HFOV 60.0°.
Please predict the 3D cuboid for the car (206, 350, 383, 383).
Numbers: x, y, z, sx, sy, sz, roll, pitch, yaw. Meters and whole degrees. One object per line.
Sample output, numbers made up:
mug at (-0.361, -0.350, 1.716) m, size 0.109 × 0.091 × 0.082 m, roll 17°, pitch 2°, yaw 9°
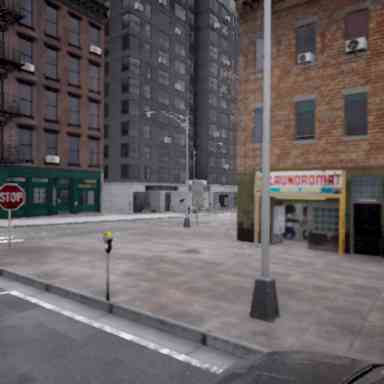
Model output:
car at (1.892, 1.565, 1.468) m, size 4.403 × 1.369 × 2.008 m, roll 1°, pitch 0°, yaw 35°
